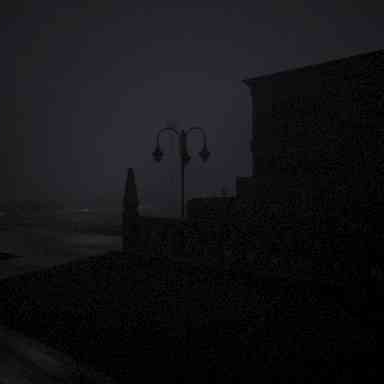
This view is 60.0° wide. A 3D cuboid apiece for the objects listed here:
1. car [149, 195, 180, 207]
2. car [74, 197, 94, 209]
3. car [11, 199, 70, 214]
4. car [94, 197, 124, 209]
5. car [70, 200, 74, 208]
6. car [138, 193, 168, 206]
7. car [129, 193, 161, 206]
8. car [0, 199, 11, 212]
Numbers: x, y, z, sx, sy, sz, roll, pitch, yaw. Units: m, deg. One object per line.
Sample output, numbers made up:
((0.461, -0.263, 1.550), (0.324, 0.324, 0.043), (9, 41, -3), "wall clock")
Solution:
((-4.029, 1.615, 52.230), (1.895, 1.301, 4.718), (0, 0, 36), "car")
((-13.124, 1.493, 45.713), (1.882, 1.535, 5.008), (0, 0, 36), "car")
((-16.141, 1.505, 35.641), (2.128, 1.511, 4.902), (0, 0, 36), "car")
((-9.993, 1.492, 44.069), (1.882, 1.535, 5.008), (0, 0, 36), "car")
((-15.678, 1.508, 48.150), (2.128, 1.511, 4.902), (0, 0, 36), "car")
((-5.994, 1.238, 55.462), (2.150, 2.045, 5.566), (0, 0, 37), "car")
((-8.196, 1.240, 58.379), (2.150, 2.045, 5.566), (0, 0, 36), "car")
((-19.000, 1.541, 37.659), (1.812, 1.442, 4.674), (0, 0, 36), "car")
